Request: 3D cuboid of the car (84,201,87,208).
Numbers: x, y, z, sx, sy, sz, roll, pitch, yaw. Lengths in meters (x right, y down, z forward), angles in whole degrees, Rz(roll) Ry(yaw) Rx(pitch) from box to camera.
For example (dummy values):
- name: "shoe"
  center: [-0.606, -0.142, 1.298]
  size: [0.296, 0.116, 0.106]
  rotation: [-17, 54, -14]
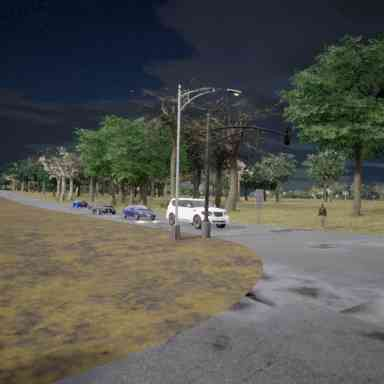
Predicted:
- name: "car"
  center: [-15.594, 2.251, 54.142]
  size: [1.994, 1.385, 4.181]
  rotation: [3, -2, -33]

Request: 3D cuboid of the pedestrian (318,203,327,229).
- name: "pedestrian"
  center: [9.324, 1.717, 23.835]
  size: [0.375, 1.860, 0.375]
  rotation: [1, -1, -34]

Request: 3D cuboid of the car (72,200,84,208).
- name: "car"
  center: [-21.095, 2.221, 62.413]
  size: [1.882, 1.535, 5.008]
  rotation: [3, -2, -34]

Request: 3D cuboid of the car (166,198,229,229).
- name: "car"
  center: [0.244, 1.459, 23.761]
  size: [2.150, 2.045, 5.566]
  rotation: [3, -2, -34]

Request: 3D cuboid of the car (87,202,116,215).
- name: "car"
  center: [-10.765, 2.013, 40.262]
  size: [1.994, 1.385, 4.181]
  rotation: [3, -2, -34]

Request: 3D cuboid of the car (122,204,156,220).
- name: "car"
  center: [-5.195, 1.883, 31.929]
  size: [1.812, 1.442, 4.674]
  rotation: [3, -2, -34]
